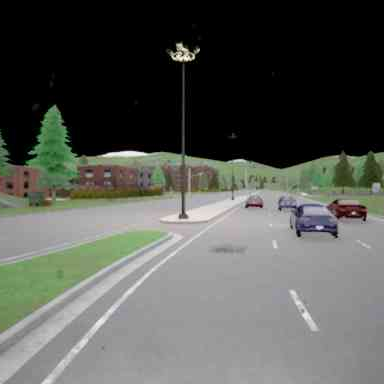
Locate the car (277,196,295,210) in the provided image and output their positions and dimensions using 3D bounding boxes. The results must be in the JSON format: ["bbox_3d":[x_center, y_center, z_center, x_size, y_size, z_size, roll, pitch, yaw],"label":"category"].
[{"bbox_3d":[10.102,1.166,35.419,2.033,1.411,5.357,0,1,13],"label":"car"}]

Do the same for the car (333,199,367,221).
[{"bbox_3d":[11.238,1.216,24.388,1.882,1.535,5.008,0,1,12],"label":"car"}]

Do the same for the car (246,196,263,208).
[{"bbox_3d":[7.461,1.136,39.637,1.994,1.385,4.181,0,1,13],"label":"car"}]

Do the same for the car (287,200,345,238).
[{"bbox_3d":[6.012,1.346,16.673,1.812,1.442,4.674,0,1,12],"label":"car"}]
